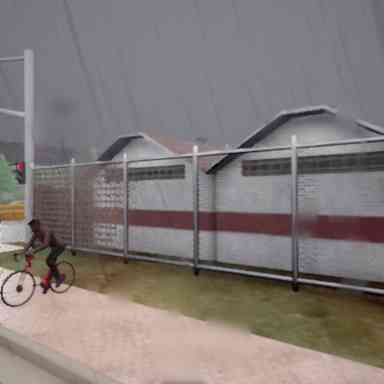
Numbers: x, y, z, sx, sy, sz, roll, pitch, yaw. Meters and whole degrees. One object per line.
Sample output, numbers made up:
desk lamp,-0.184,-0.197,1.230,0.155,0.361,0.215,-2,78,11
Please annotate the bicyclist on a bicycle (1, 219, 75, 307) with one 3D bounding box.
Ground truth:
bicyclist on a bicycle,-3.011,1.355,6.674,0.582,1.620,1.656,0,0,30

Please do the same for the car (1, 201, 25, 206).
car,-21.847,1.842,42.176,1.882,1.535,5.008,-1,0,34
